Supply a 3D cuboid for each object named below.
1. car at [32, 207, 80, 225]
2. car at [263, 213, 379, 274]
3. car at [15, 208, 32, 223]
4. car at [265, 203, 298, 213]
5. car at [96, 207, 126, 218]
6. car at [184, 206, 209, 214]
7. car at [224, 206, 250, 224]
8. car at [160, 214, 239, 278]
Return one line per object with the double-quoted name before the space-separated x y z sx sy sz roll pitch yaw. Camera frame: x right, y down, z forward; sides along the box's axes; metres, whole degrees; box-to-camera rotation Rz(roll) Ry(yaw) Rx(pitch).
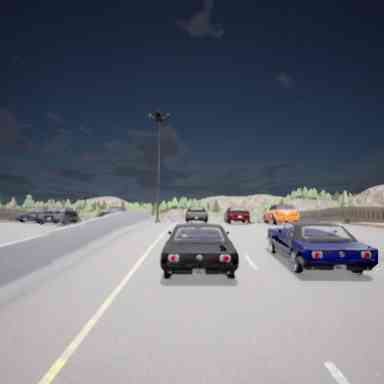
"car" -10.305 1.848 25.985 1.994 1.385 4.181 0 -3 1
"car" 3.702 1.578 10.456 1.895 1.301 4.718 0 0 1
"car" -13.734 2.081 30.104 2.033 1.411 5.357 0 -4 1
"car" 7.391 1.827 27.922 2.097 1.767 4.553 0 -4 1
"car" -6.756 2.028 28.908 2.033 1.411 5.357 0 -4 1
"car" 0.395 1.965 28.352 2.128 1.511 4.902 0 -4 1
"car" 3.906 2.033 29.345 1.882 1.535 5.008 0 -4 1
"car" 0.197 1.567 9.985 1.895 1.301 4.718 0 0 1
